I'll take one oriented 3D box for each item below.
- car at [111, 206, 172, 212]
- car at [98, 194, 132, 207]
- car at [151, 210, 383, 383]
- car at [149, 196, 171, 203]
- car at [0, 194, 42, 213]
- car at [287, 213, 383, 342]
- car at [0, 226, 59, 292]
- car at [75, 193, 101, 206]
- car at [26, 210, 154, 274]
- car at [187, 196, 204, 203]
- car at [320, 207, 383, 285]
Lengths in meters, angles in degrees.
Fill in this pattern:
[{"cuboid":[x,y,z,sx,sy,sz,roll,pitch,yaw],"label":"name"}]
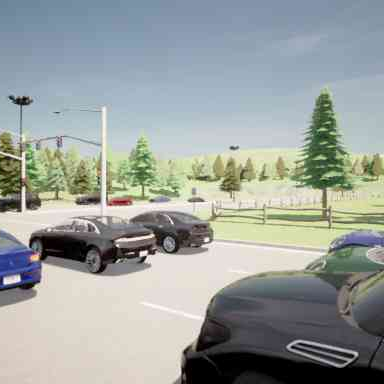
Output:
[{"cuboid":[-1.430,1.505,13.590,4.892,1.490,1.837,0,0,36],"label":"car"},{"cuboid":[-11.312,1.477,50.444,1.882,1.535,5.008,0,0,35],"label":"car"},{"cuboid":[2.556,1.221,2.169,5.566,2.045,2.150,0,0,36],"label":"car"},{"cuboid":[-6.621,1.547,69.294,2.033,1.411,5.357,0,0,35],"label":"car"},{"cuboid":[-20.035,1.222,37.891,2.150,2.045,5.566,0,0,35],"label":"car"},{"cuboid":[4.126,1.352,5.348,4.553,1.767,2.097,0,0,36],"label":"car"},{"cuboid":[-5.347,1.526,7.788,4.674,1.442,1.812,0,0,36],"label":"car"},{"cuboid":[-16.570,1.223,55.139,2.150,2.045,5.566,0,0,35],"label":"car"},{"cuboid":[-3.305,1.491,10.628,4.902,1.511,2.128,0,0,36],"label":"car"},{"cuboid":[0.764,1.564,67.679,1.994,1.385,4.181,0,0,35],"label":"car"},{"cuboid":[5.874,1.352,8.400,4.553,1.767,2.097,0,0,35],"label":"car"}]
